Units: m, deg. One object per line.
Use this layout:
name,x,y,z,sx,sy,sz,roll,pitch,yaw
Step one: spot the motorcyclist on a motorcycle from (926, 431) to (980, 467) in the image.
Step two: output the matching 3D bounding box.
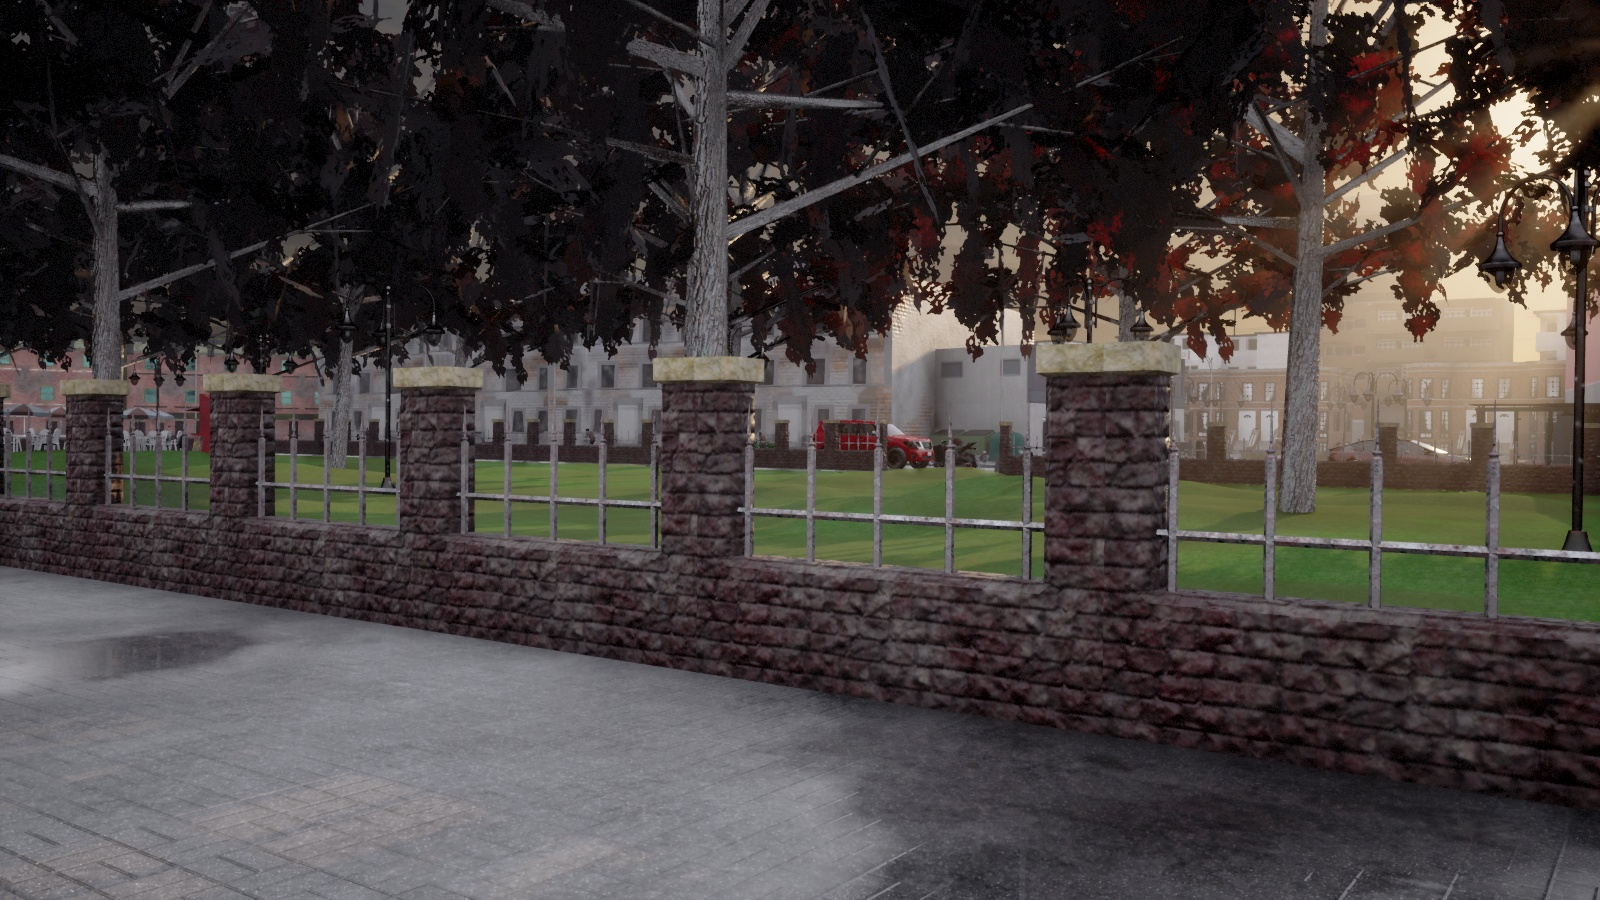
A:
motorcyclist on a motorcycle,6.719,-0.046,55.069,2.191,1.530,0.866,0,1,35

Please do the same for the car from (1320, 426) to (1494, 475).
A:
car,19.728,-0.006,40.903,4.792,1.488,2.163,0,1,36

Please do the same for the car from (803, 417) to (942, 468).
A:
car,3.007,-0.297,52.797,5.566,2.045,2.150,0,1,36
